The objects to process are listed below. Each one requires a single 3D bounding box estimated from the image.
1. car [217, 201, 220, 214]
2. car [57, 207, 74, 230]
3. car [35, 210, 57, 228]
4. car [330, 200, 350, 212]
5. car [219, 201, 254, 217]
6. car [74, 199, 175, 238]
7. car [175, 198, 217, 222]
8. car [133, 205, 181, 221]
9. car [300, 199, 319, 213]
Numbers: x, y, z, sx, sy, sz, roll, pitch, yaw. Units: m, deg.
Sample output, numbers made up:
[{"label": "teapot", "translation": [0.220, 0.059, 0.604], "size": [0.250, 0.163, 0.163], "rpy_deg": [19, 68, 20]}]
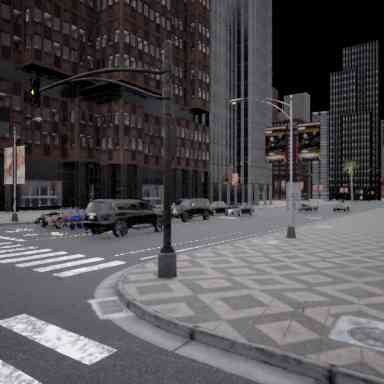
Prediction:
[{"label": "car", "translation": [2.542, 1.872, 40.226], "size": [2.097, 1.767, 4.553], "rpy_deg": [0, -1, 35]}, {"label": "car", "translation": [-6.086, 1.717, 22.350], "size": [1.882, 1.535, 5.008], "rpy_deg": [0, -1, 35]}, {"label": "car", "translation": [-8.951, 1.794, 23.922], "size": [1.994, 1.385, 4.181], "rpy_deg": [0, -1, 36]}, {"label": "car", "translation": [24.183, 2.430, 53.678], "size": [2.033, 1.411, 5.357], "rpy_deg": [0, -1, 34]}, {"label": "car", "translation": [5.612, 2.027, 38.935], "size": [2.128, 1.511, 4.902], "rpy_deg": [0, -1, 35]}, {"label": "car", "translation": [-3.756, 1.453, 19.685], "size": [2.150, 2.045, 5.566], "rpy_deg": [0, -1, 35]}, {"label": "car", "translation": [-0.312, 1.607, 30.543], "size": [2.150, 2.045, 5.566], "rpy_deg": [0, -1, 35]}, {"label": "car", "translation": [-3.281, 1.974, 31.975], "size": [1.895, 1.301, 4.718], "rpy_deg": [0, -1, 35]}, {"label": "car", "translation": [17.709, 2.283, 50.146], "size": [1.837, 1.490, 4.892], "rpy_deg": [0, -1, 35]}]
